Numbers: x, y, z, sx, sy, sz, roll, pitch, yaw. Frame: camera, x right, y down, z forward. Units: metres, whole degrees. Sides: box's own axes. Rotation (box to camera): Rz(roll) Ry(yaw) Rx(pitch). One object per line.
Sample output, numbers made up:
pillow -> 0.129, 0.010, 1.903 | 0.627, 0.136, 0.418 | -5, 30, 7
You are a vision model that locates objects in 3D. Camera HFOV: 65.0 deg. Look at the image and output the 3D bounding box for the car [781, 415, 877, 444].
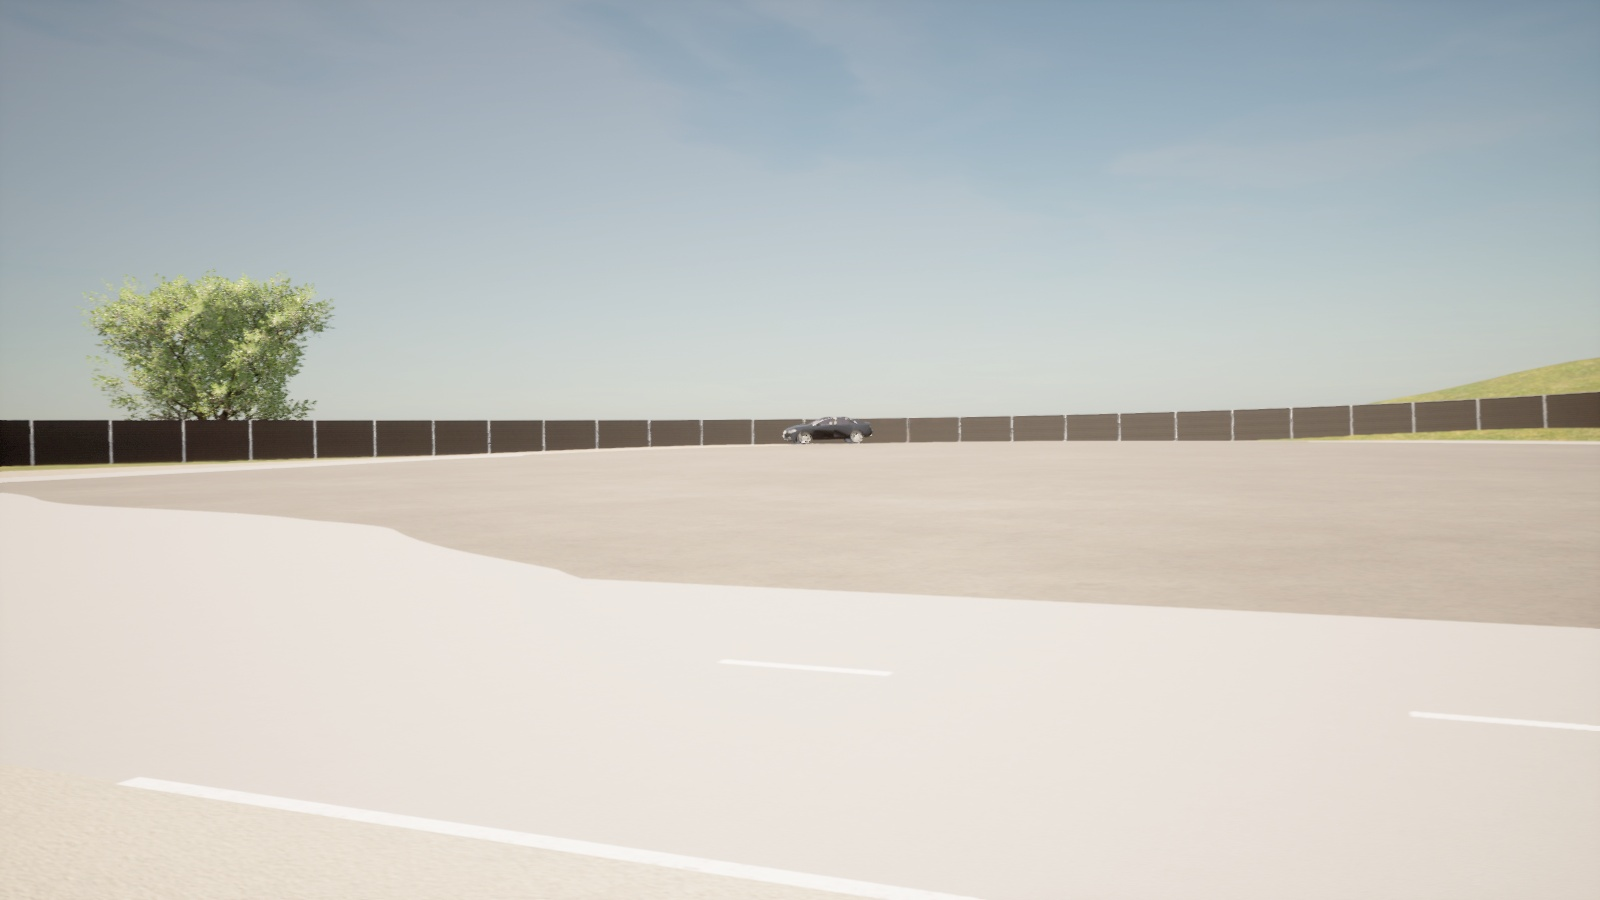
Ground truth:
car -> 1.543, -1.093, 68.292 | 4.902, 1.511, 2.128 | -1, 0, -10
